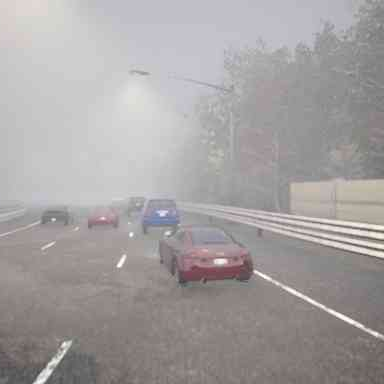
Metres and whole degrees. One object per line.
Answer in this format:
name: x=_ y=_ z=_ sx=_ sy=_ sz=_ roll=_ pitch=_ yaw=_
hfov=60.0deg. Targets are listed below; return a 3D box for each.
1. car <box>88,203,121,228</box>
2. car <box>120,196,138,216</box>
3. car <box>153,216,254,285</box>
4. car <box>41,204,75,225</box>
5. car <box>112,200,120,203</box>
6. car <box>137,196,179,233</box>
car: x=-6.284 y=1.727 z=23.830 sx=1.994 sy=1.385 sz=4.181 roll=0 pitch=0 yaw=-12
car: x=-6.098 y=1.464 z=35.718 sx=2.150 sy=2.045 sz=5.566 roll=0 pitch=0 yaw=-17
car: x=0.202 y=1.630 z=9.815 sx=1.994 sy=1.385 sz=4.181 roll=0 pitch=0 yaw=-14
car: x=-10.316 y=1.683 z=25.696 sx=1.837 sy=1.490 sz=4.892 roll=0 pitch=0 yaw=-14
car: x=-10.281 y=1.863 z=46.502 sx=2.033 sy=1.411 sz=5.357 roll=0 pitch=0 yaw=-25
car: x=-2.123 y=1.364 z=21.042 sx=2.150 sy=2.045 sz=5.566 roll=0 pitch=0 yaw=-10
